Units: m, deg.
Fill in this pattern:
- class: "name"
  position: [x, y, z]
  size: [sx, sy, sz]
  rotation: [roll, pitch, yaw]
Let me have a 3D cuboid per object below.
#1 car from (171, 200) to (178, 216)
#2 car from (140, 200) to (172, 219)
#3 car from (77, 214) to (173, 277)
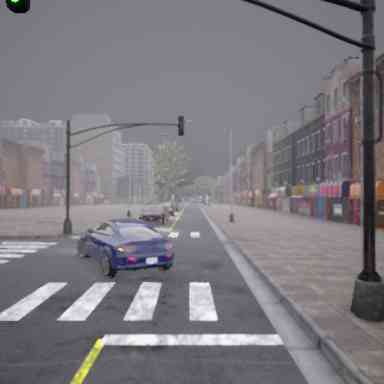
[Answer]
- class: "car"
  position: [-2.857, 1.824, 36.097]
  size: [1.812, 1.442, 4.674]
  rotation: [0, -1, 0]
- class: "car"
  position: [-2.872, 1.673, 26.109]
  size: [1.882, 1.535, 5.008]
  rotation: [0, -1, 0]
- class: "car"
  position: [-2.197, 1.567, 10.489]
  size: [1.812, 1.442, 4.674]
  rotation: [1, 0, -31]
